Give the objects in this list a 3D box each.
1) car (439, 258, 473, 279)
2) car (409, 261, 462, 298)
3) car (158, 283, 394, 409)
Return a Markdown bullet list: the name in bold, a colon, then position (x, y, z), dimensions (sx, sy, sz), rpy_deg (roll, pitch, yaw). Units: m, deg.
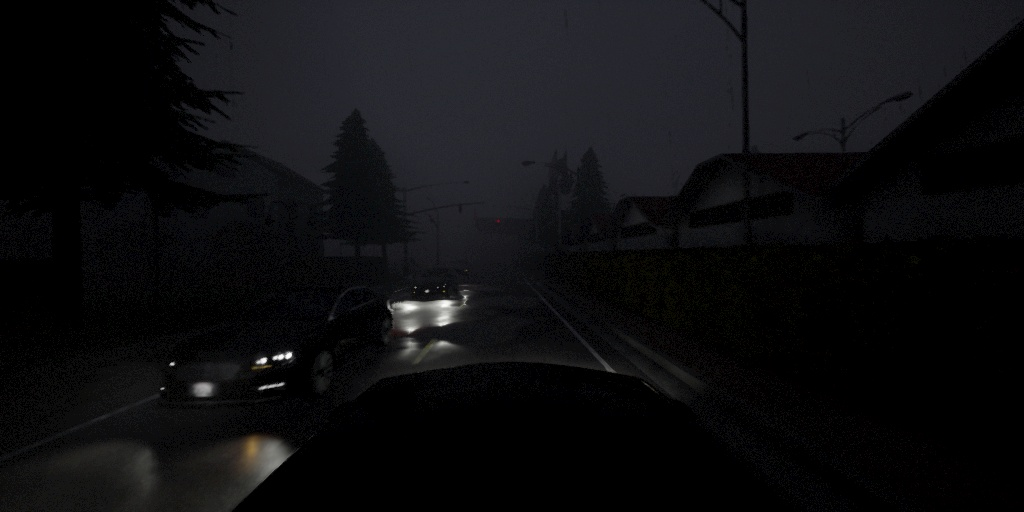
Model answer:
- **car**: position (-4.187, 0.988, 29.005), dimensions (2.033, 1.411, 5.357), rpy_deg (-1, 0, -2)
- **car**: position (-3.994, 1.299, 18.957), dimensions (1.837, 1.490, 4.892), rpy_deg (-1, 2, -1)
- **car**: position (-3.681, 1.298, 6.651), dimensions (2.128, 1.511, 4.902), rpy_deg (-1, 0, -2)
